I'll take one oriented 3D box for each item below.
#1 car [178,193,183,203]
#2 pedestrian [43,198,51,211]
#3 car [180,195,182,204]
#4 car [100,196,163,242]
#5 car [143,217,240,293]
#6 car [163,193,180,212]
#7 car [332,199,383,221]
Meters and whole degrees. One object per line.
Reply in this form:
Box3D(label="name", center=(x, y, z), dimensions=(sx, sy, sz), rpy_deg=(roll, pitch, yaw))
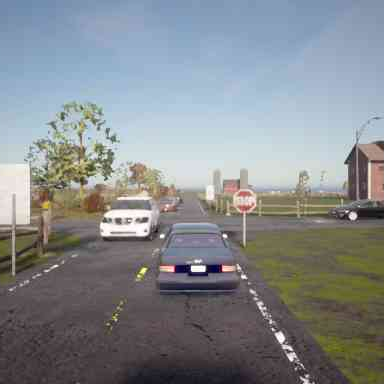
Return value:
Box3D(label="car", center=(-2.855, 1.219, 63.627), dimensions=(2.150, 2.045, 5.566), rpy_deg=(0, 0, 1))
Box3D(label="pedestrian", center=(-12.183, 1.412, 27.790), dimensions=(0.375, 1.860, 0.375), rpy_deg=(0, 1, 0))
Box3D(label="car", center=(-2.876, 1.522, 49.828), dimensions=(1.812, 1.442, 4.674), rpy_deg=(0, 0, 1))
Box3D(label="car", center=(-2.876, 1.231, 16.598), dimensions=(2.150, 2.045, 5.566), rpy_deg=(0, -1, 0))
Box3D(label="car", center=(0.067, 1.546, 9.001), dimensions=(2.033, 1.411, 5.357), rpy_deg=(0, 0, -1))
Box3D(label="car", center=(-2.880, 1.349, 38.843), dimensions=(2.097, 1.767, 4.553), rpy_deg=(0, 0, 0))
Box3D(label="car", center=(12.941, 1.285, 24.592), dimensions=(4.892, 1.490, 1.837), rpy_deg=(-1, 0, 0))
